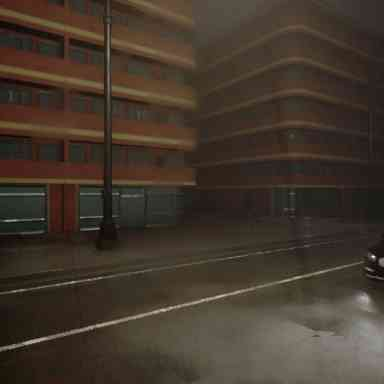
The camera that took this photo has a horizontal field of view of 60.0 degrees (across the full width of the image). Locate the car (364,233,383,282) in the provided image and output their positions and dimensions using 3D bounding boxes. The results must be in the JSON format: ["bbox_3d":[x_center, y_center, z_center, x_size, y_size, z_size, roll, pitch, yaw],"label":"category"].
[{"bbox_3d":[6.335,1.492,8.578,4.902,1.511,2.128,0,0,-36],"label":"car"}]
